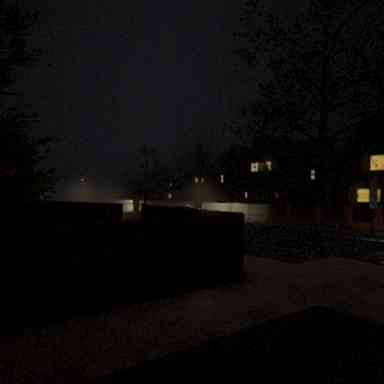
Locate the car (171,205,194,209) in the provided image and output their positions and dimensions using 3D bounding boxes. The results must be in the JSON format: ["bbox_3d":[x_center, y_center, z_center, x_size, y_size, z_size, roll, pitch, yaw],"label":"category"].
[{"bbox_3d":[-1.075,1.800,27.303,1.812,1.442,4.674,2,-1,-35],"label":"car"}]

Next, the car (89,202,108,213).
[{"bbox_3d":[-11.500,2.035,42.413,2.033,1.411,5.357,2,-2,-35],"label":"car"}]
